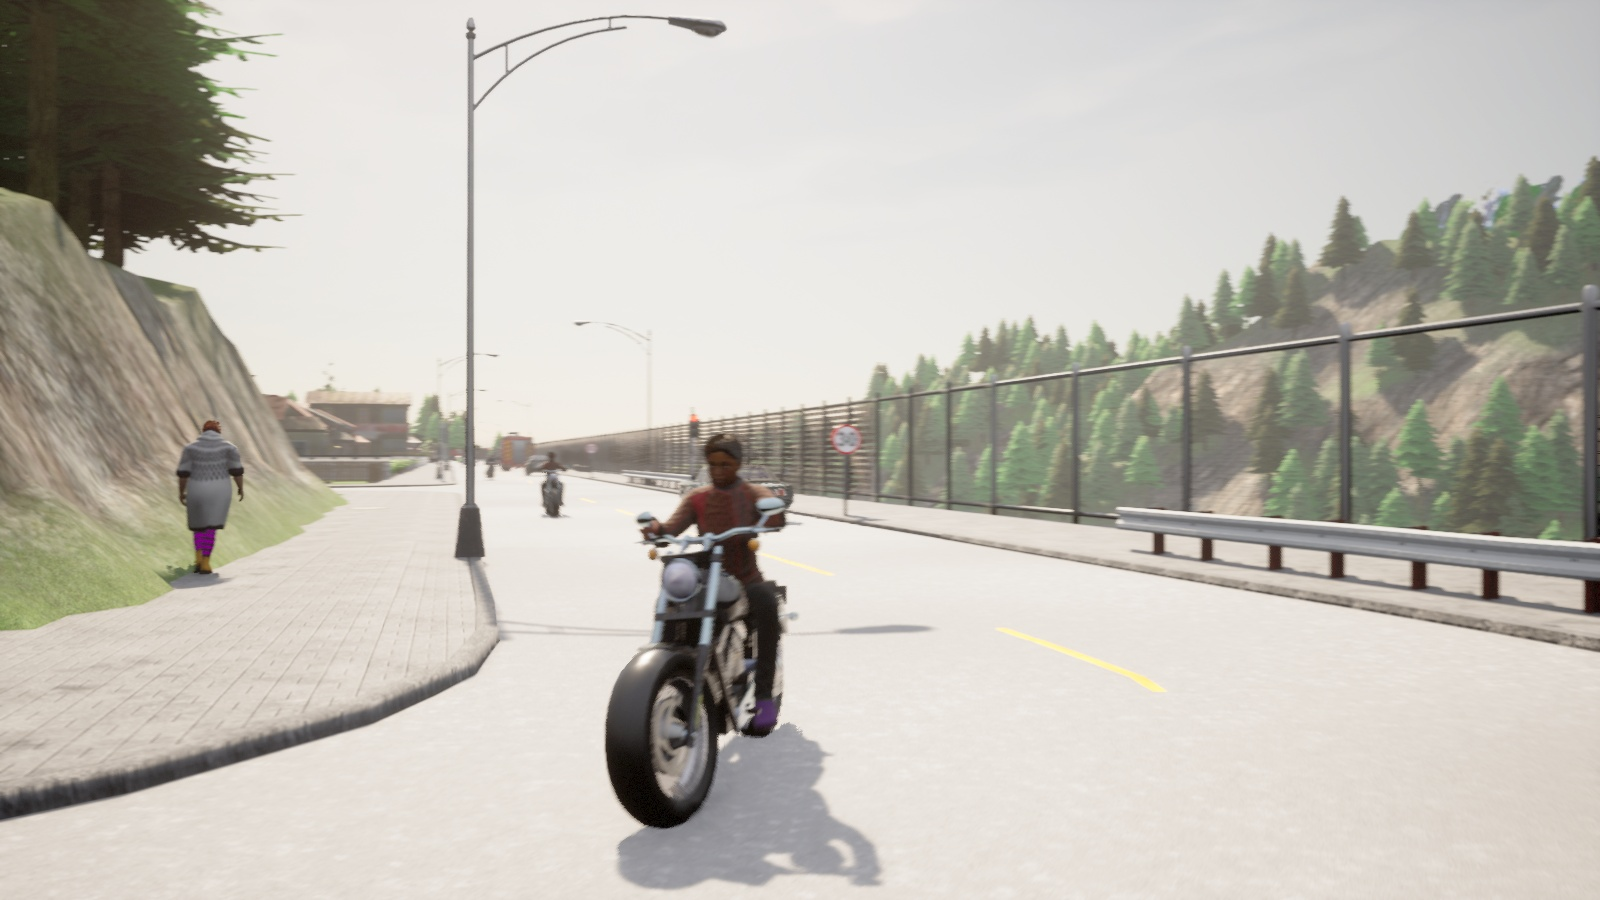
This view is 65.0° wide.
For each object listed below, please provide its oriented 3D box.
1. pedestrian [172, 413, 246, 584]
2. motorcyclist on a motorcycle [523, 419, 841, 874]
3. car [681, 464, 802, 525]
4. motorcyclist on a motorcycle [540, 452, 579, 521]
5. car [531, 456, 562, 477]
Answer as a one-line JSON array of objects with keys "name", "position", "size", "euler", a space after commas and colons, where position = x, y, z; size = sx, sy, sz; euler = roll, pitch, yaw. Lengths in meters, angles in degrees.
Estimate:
[{"name": "pedestrian", "position": [-6.981, 0.553, 14.875], "size": [0.659, 1.952, 0.873], "euler": [0, 0, -16]}, {"name": "motorcyclist on a motorcycle", "position": [-0.408, 0.726, 5.788], "size": [0.766, 1.649, 2.350], "euler": [-2, 0, 11]}, {"name": "car", "position": [-1.491, 0.993, 29.834], "size": [1.895, 1.301, 4.718], "euler": [0, 0, -15]}, {"name": "motorcyclist on a motorcycle", "position": [-5.981, 0.866, 31.100], "size": [0.766, 1.649, 2.350], "euler": [0, 0, -15]}, {"name": "car", "position": [-19.202, 1.218, 94.943], "size": [2.007, 1.525, 4.514], "euler": [0, 0, -15]}]
